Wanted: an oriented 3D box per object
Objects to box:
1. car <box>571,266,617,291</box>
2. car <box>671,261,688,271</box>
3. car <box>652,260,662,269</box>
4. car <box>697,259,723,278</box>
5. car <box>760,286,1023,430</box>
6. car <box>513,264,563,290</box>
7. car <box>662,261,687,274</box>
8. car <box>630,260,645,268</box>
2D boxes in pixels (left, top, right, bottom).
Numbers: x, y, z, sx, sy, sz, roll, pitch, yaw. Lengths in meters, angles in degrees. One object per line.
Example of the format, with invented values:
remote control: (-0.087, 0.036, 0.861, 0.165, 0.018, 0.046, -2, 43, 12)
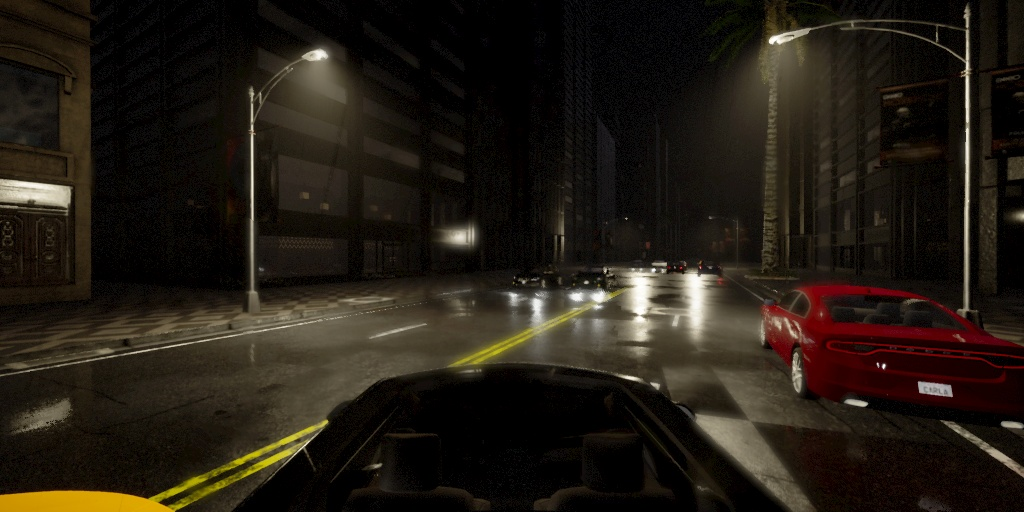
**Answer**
car: (5.085, 1.318, 21.979, 1.994, 1.385, 4.181, 0, 0, 27)
car: (23.553, 1.380, 50.306, 1.895, 1.301, 4.718, 0, 0, 27)
car: (24.212, 1.391, 59.028, 1.895, 1.301, 4.718, 0, 0, 28)
car: (19.301, 1.117, 34.987, 2.097, 1.767, 4.553, 0, 0, 27)
car: (5.516, 1.228, 5.915, 1.882, 1.535, 5.008, 0, 0, 27)
car: (1.771, 1.259, 22.644, 1.837, 1.490, 4.892, 0, 0, 27)
car: (18.662, 1.317, 40.809, 2.033, 1.411, 5.357, 0, 0, 27)
car: (21.160, 1.353, 60.210, 1.994, 1.385, 4.181, 0, 0, 28)
